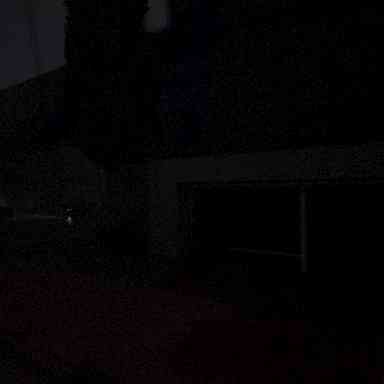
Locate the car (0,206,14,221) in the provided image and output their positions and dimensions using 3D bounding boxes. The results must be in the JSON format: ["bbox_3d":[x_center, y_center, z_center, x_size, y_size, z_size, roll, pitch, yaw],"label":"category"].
[{"bbox_3d":[-17.598,1.720,27.672,1.882,1.535,5.008,-1,0,36],"label":"car"}]

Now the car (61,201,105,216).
[{"bbox_3d":[-11.686,1.747,35.881,1.837,1.490,4.892,-1,0,36],"label":"car"}]
